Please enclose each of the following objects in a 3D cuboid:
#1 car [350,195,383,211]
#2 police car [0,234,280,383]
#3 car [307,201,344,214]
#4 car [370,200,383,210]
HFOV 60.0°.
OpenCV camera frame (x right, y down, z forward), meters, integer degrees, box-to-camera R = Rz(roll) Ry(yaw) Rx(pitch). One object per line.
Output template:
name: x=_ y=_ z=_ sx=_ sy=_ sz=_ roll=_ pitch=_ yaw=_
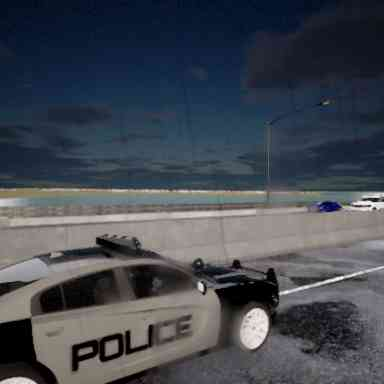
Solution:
car: x=18.534 y=1.375 z=34.131 sx=5.566 sy=2.045 sz=2.150 roll=0 pitch=0 yaw=-35
police car: x=-0.868 y=1.433 z=4.541 sx=5.238 sy=1.638 sz=1.930 roll=0 pitch=0 yaw=-35
car: x=14.289 y=1.668 z=35.438 sx=4.674 sy=1.442 sz=1.812 roll=0 pitch=0 yaw=-35
car: x=18.640 y=1.691 z=29.946 sx=5.357 sy=1.411 sz=2.033 roll=0 pitch=0 yaw=-35
